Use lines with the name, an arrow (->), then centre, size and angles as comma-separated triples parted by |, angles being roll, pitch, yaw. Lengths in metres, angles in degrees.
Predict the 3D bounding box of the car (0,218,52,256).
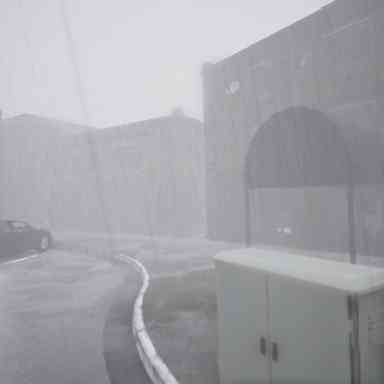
car -> -7.525, 1.756, 12.993 | 2.231, 1.521, 4.892 | -1, -1, 13
